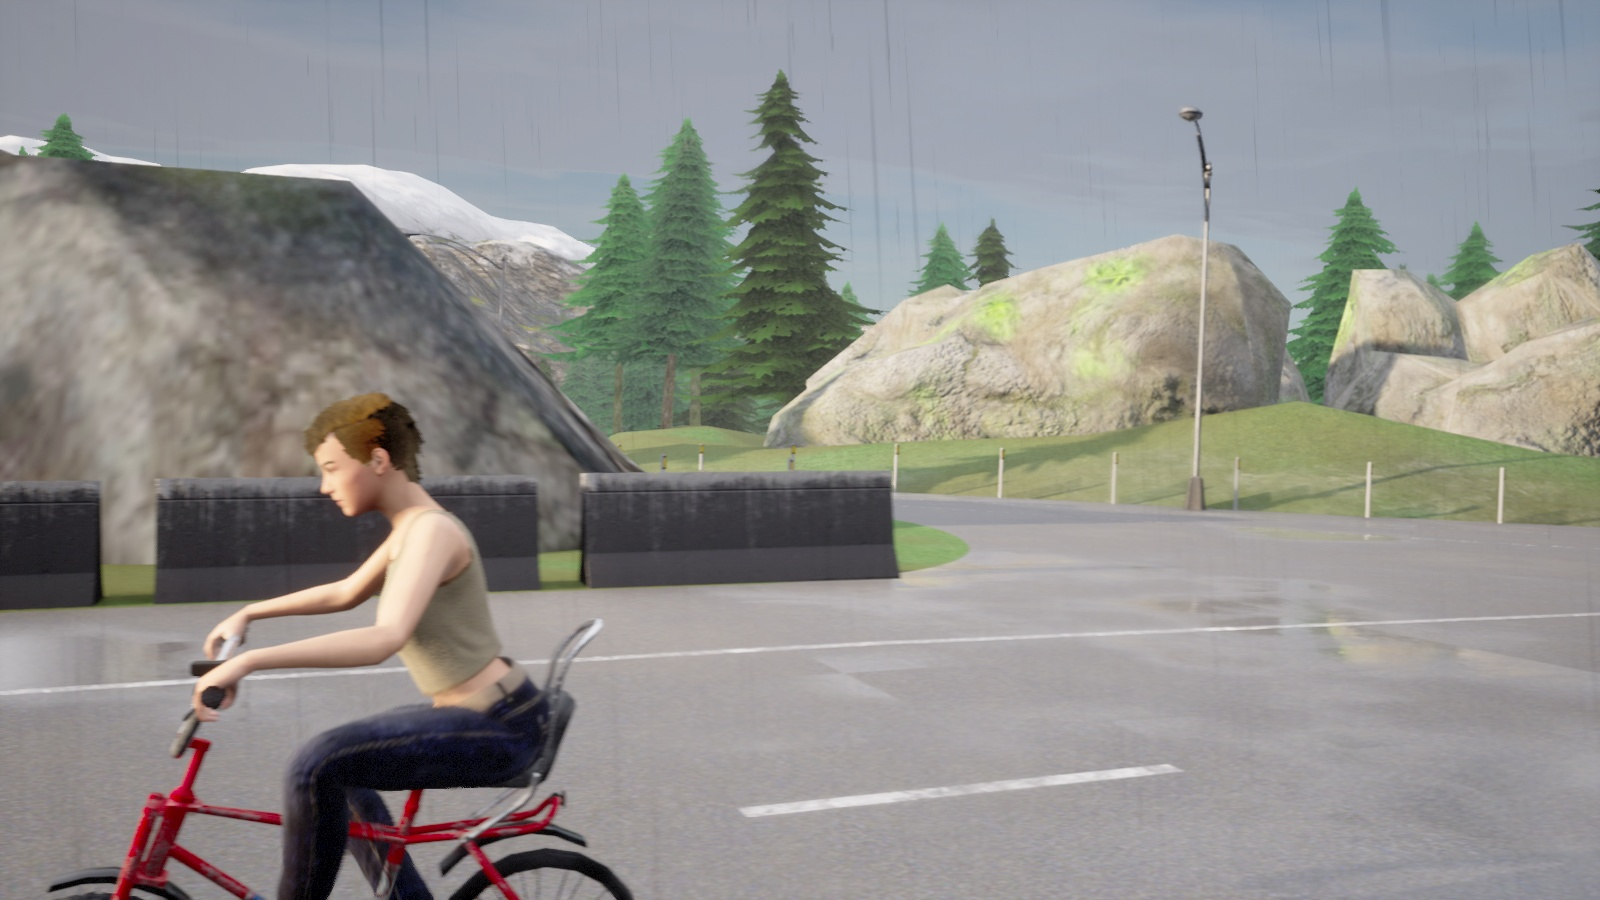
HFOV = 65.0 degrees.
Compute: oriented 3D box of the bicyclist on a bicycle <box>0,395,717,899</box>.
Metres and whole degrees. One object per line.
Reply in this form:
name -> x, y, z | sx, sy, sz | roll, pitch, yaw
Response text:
bicyclist on a bicycle -> -1.039, 0.698, 2.838 | 1.509, 1.612, 0.866 | -1, 1, -21
